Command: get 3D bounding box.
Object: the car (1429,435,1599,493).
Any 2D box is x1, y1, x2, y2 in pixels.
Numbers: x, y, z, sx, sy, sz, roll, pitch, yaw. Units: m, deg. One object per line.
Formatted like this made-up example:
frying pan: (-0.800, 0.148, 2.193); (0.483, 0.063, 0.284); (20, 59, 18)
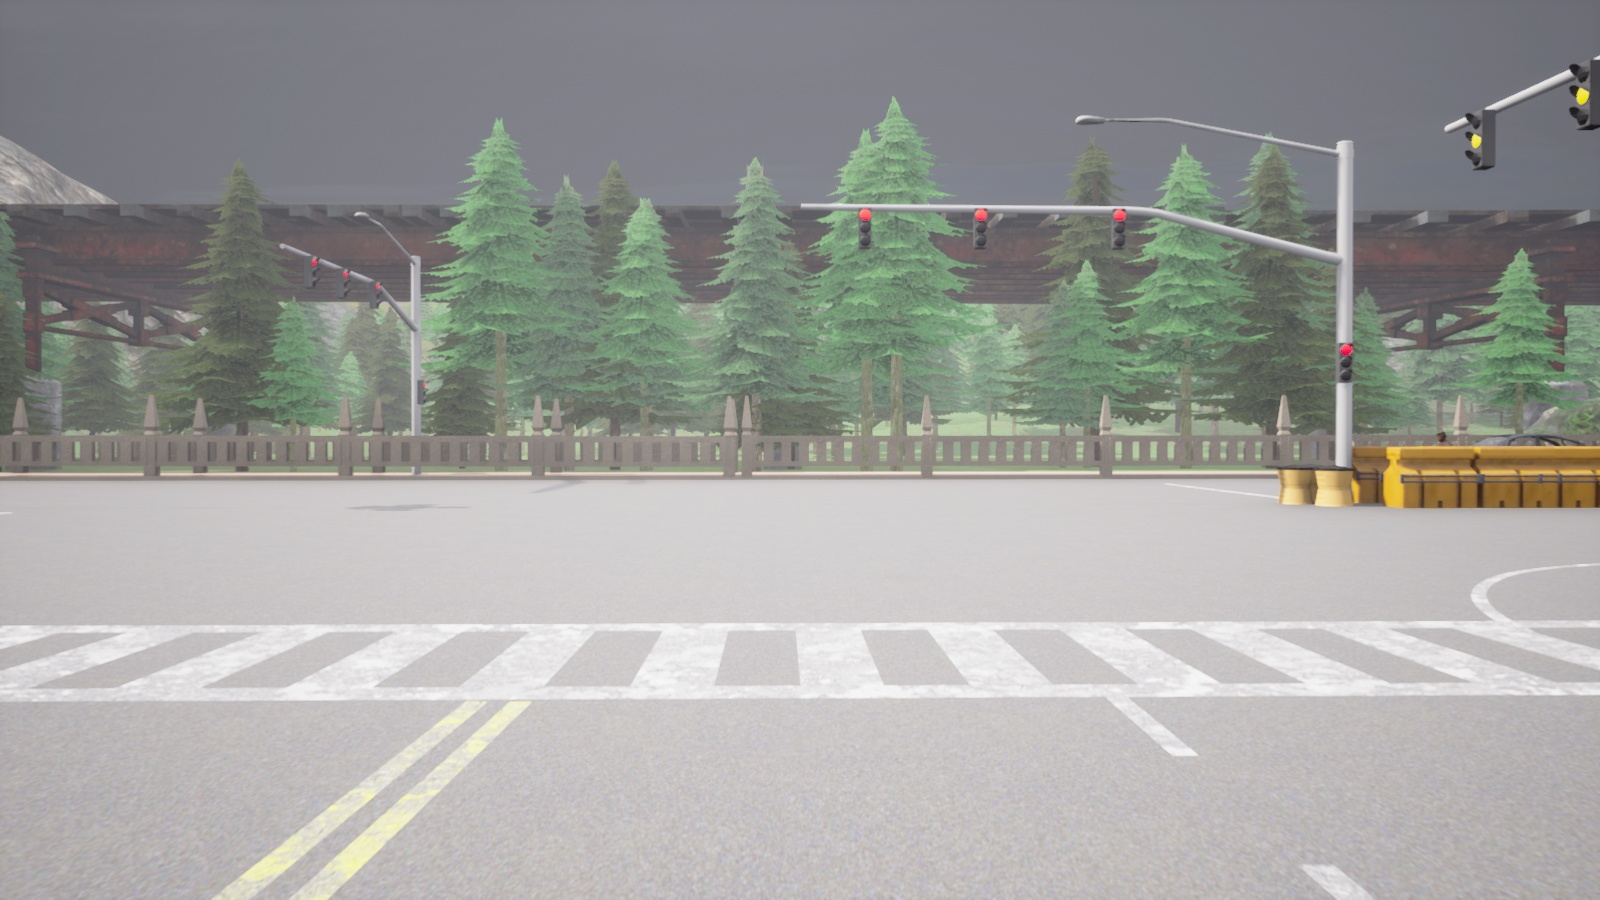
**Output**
car: (19.572, 0.365, 34.457); (3.705, 1.549, 1.789); (0, 1, -1)
